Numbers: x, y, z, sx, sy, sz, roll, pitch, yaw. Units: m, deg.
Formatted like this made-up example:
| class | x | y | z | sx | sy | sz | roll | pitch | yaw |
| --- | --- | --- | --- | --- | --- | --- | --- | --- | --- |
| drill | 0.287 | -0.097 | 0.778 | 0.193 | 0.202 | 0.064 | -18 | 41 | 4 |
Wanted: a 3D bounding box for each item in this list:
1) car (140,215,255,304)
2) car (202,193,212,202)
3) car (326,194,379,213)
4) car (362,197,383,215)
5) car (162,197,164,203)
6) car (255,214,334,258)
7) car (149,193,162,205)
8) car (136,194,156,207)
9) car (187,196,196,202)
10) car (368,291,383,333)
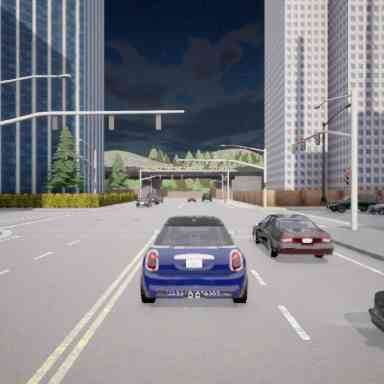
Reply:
| class | x | y | z | sx | sy | sz | roll | pitch | yaw |
| --- | --- | --- | --- | --- | --- | --- | --- | --- | --- |
| car | 0.056 | 1.352 | 8.301 | 2.097 | 1.767 | 4.553 | 0 | 0 | 0 |
| car | 3.450 | 1.211 | 77.732 | 2.150 | 2.045 | 5.566 | 0 | 0 | 0 |
| car | 17.820 | 1.225 | 36.620 | 5.566 | 2.045 | 2.150 | 0 | 0 | 0 |
| car | 19.999 | 1.529 | 33.088 | 4.674 | 1.442 | 1.812 | 0 | 0 | 0 |
| car | -7.045 | 1.560 | 69.512 | 1.994 | 1.385 | 4.181 | 0 | 0 | 0 |
| car | 3.606 | 1.549 | 12.798 | 2.033 | 1.411 | 5.357 | 0 | 0 | 1 |
| car | -7.110 | 1.228 | 59.647 | 2.150 | 2.045 | 5.566 | 0 | 0 | 0 |
| car | -7.127 | 1.496 | 49.780 | 2.128 | 1.511 | 4.902 | 0 | 0 | 0 |
| car | -0.030 | 1.604 | 72.249 | 1.895 | 1.301 | 4.718 | 0 | 0 | 0 |
| car | 3.599 | 1.548 | 2.580 | 2.033 | 1.411 | 5.357 | 0 | 0 | 0 |
